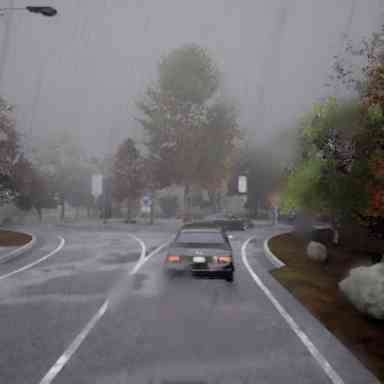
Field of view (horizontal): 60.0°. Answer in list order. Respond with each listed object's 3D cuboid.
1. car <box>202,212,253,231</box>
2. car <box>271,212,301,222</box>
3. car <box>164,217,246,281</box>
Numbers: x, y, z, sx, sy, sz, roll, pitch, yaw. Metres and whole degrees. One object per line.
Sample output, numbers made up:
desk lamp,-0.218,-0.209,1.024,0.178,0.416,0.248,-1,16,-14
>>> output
car,2.722,2.455,27.503,4.892,1.490,1.837,1,-1,-22
car,13.207,3.505,46.766,2.033,1.411,5.357,1,-3,-15
car,0.312,1.700,10.278,2.033,1.411,5.357,0,-2,3
